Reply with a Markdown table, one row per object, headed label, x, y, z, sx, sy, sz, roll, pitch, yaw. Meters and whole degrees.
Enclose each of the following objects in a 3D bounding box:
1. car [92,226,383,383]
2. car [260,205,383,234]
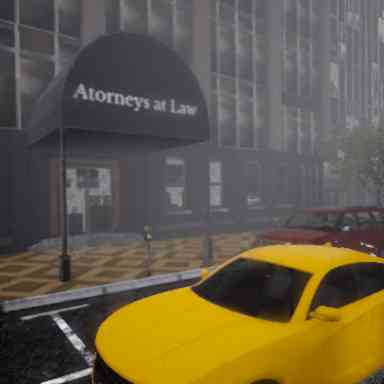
| label | x | y | z | sx | sy | sz | roll | pitch | yaw |
| --- | --- | --- | --- | --- | --- | --- | --- | --- | --- |
| car | 1.283 | 1.485 | 4.300 | 5.008 | 1.535 | 1.882 | 0 | 0 | -35 |
| car | 3.927 | 1.332 | 9.523 | 5.009 | 1.841 | 2.192 | 0 | -1 | -36 |
